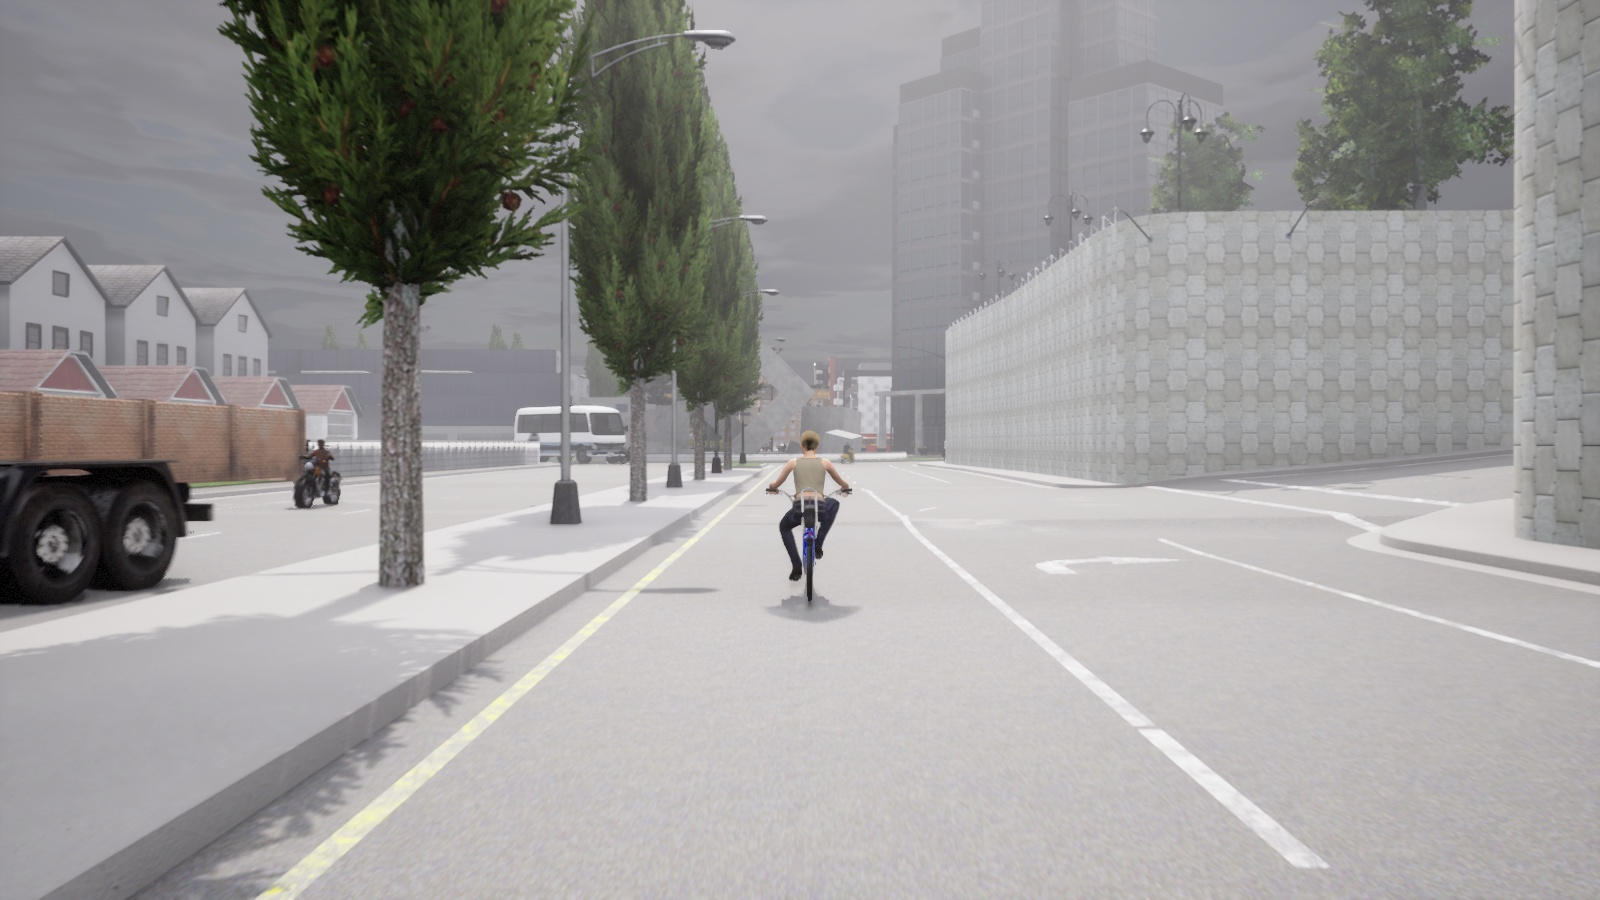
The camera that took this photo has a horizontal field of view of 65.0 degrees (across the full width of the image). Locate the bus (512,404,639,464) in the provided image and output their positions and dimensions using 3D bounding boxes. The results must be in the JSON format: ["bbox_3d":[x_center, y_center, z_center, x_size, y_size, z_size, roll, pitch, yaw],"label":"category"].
[{"bbox_3d":[-16.826,-1.171,93.681,10.273,4.253,3.944,0,1,43],"label":"bus"}]

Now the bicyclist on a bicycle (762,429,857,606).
[{"bbox_3d":[0.090,0.614,12.238,0.866,1.612,1.509,0,0,0],"label":"bicyclist on a bicycle"}]

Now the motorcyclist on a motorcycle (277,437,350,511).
[{"bbox_3d":[-11.318,0.523,29.301,0.766,1.649,2.350,0,0,0],"label":"motorcyclist on a motorcycle"}]

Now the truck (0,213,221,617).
[{"bbox_3d":[-8.417,-0.299,10.158,2.891,3.462,7.936,0,0,9],"label":"truck"}]
